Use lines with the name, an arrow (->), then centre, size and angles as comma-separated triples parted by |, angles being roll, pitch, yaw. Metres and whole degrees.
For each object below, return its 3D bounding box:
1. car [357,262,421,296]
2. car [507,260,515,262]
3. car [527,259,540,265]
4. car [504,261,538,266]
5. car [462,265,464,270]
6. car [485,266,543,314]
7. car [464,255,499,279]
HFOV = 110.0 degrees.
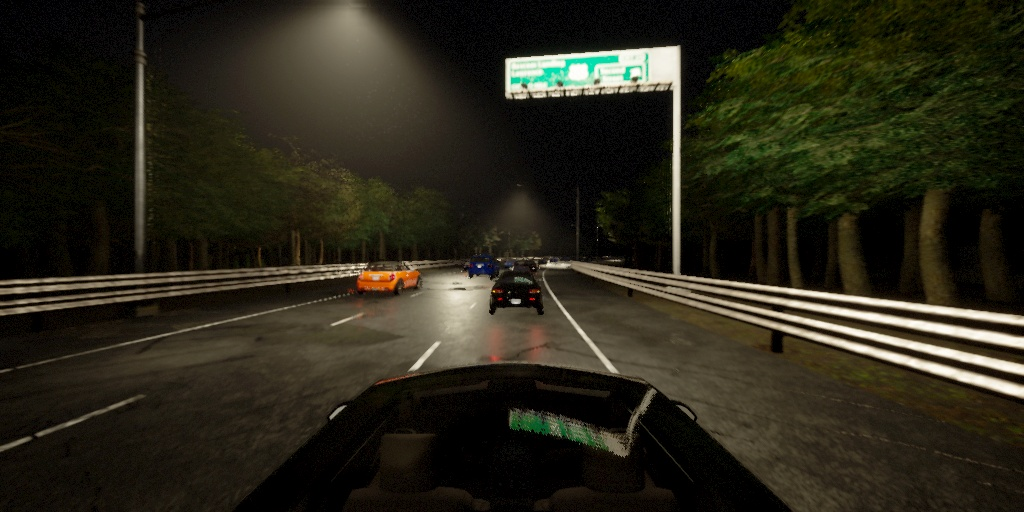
car -> -6.515, 1.082, 19.524 | 2.097, 1.767, 4.553 | 1, 0, 2
car -> 0.010, 1.281, 57.557 | 2.033, 1.411, 5.357 | 0, 0, 8
car -> 2.188, 1.269, 44.953 | 1.812, 1.442, 4.674 | 0, 0, 6
car -> 0.727, 1.311, 26.318 | 1.994, 1.385, 4.181 | 0, 0, 3
car -> -4.835, 1.330, 45.476 | 1.895, 1.301, 4.718 | 0, 0, 6
car -> 0.191, 1.276, 13.692 | 1.812, 1.442, 4.674 | 0, 0, 2
car -> -2.422, 0.960, 31.857 | 2.150, 2.045, 5.566 | 0, 0, 4
